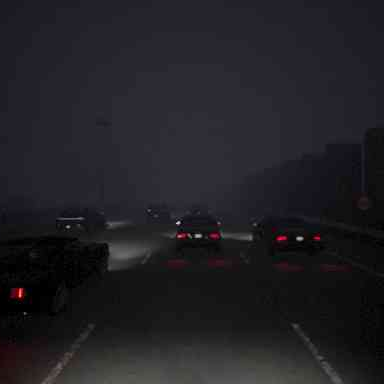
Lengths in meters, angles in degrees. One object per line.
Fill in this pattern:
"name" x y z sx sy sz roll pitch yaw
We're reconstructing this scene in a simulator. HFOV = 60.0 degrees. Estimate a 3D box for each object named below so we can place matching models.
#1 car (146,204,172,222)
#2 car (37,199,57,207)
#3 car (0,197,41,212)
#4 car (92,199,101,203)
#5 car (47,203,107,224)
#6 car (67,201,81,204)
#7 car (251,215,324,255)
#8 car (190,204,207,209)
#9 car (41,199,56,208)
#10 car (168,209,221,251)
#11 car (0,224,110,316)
"car" -2.909 1.767 29.543 2.128 1.511 4.902 0 0 1
"car" -28.164 2.124 64.771 2.033 1.411 5.357 0 -1 -4
"car" -20.511 1.577 39.312 2.150 2.045 5.566 0 -1 0
"car" -23.274 2.308 80.907 1.895 1.301 4.718 0 -1 -10
"car" -6.592 1.678 20.303 2.128 1.511 4.902 0 0 1
"car" -17.071 2.003 48.401 1.994 1.385 4.181 0 0 0
"car" 3.770 1.681 13.948 2.033 1.411 5.357 0 -1 1
"car" 0.669 1.941 36.344 1.895 1.301 4.718 0 -1 0
"car" -24.131 2.089 54.121 1.895 1.301 4.718 0 -1 -1
"car" 0.286 1.686 14.681 2.033 1.411 5.357 0 -1 1
"car" -3.337 1.671 7.597 1.895 1.301 4.718 0 -1 1
